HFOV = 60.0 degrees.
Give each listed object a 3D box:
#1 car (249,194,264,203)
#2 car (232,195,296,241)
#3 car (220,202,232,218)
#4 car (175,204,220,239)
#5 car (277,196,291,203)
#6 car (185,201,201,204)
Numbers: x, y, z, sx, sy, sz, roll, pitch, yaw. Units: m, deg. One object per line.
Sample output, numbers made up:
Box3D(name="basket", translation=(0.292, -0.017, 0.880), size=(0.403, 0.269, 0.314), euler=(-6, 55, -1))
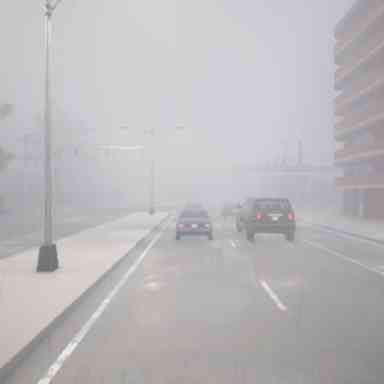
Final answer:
Box3D(name="car", translation=(13.255, 1.353, 68.228), size=(2.242, 1.667, 4.611), euler=(0, 0, 0))
Box3D(name="car", translation=(3.611, 1.235, 17.070), size=(2.150, 2.045, 5.566), euler=(0, 0, 0))
Box3D(name="car", translation=(3.629, 1.591, 30.452), size=(1.994, 1.385, 4.181), euler=(0, 0, 0))
Box3D(name="car", translation=(0.110, 1.562, 17.387), size=(2.033, 1.411, 5.357), euler=(0, 0, 0))
Box3D(name="car", translation=(19.001, 1.514, 68.986), size=(1.970, 1.475, 3.806), euler=(0, 0, 0))
Box3D(name="car", translation=(0.112, 1.518, 29.686), size=(2.128, 1.511, 4.902), euler=(0, 0, 0))
